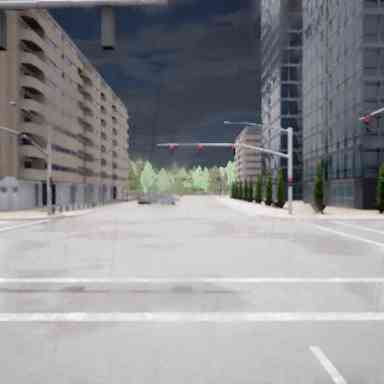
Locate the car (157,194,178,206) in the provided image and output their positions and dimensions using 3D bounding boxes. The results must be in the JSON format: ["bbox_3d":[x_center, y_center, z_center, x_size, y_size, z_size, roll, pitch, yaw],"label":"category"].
[{"bbox_3d":[-3.764,1.206,52.421,2.097,1.767,4.553,0,0,1],"label":"car"}]

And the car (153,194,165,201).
[{"bbox_3d":[-6.964,1.054,70.210,1.994,1.385,4.181,0,0,1],"label":"car"}]

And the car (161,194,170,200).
[{"bbox_3d":[-6.787,1.264,84.283,1.837,1.490,4.892,0,0,1],"label":"car"}]

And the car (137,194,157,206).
[{"bbox_3d":[-7.264,1.401,52.348,2.033,1.411,5.357,0,0,1],"label":"car"}]

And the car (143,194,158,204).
[{"bbox_3d":[-7.123,1.166,57.660,2.097,1.767,4.553,0,0,1],"label":"car"}]

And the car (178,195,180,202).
[{"bbox_3d":[-3.483,1.209,68.702,1.882,1.535,5.008,0,0,1],"label":"car"}]
